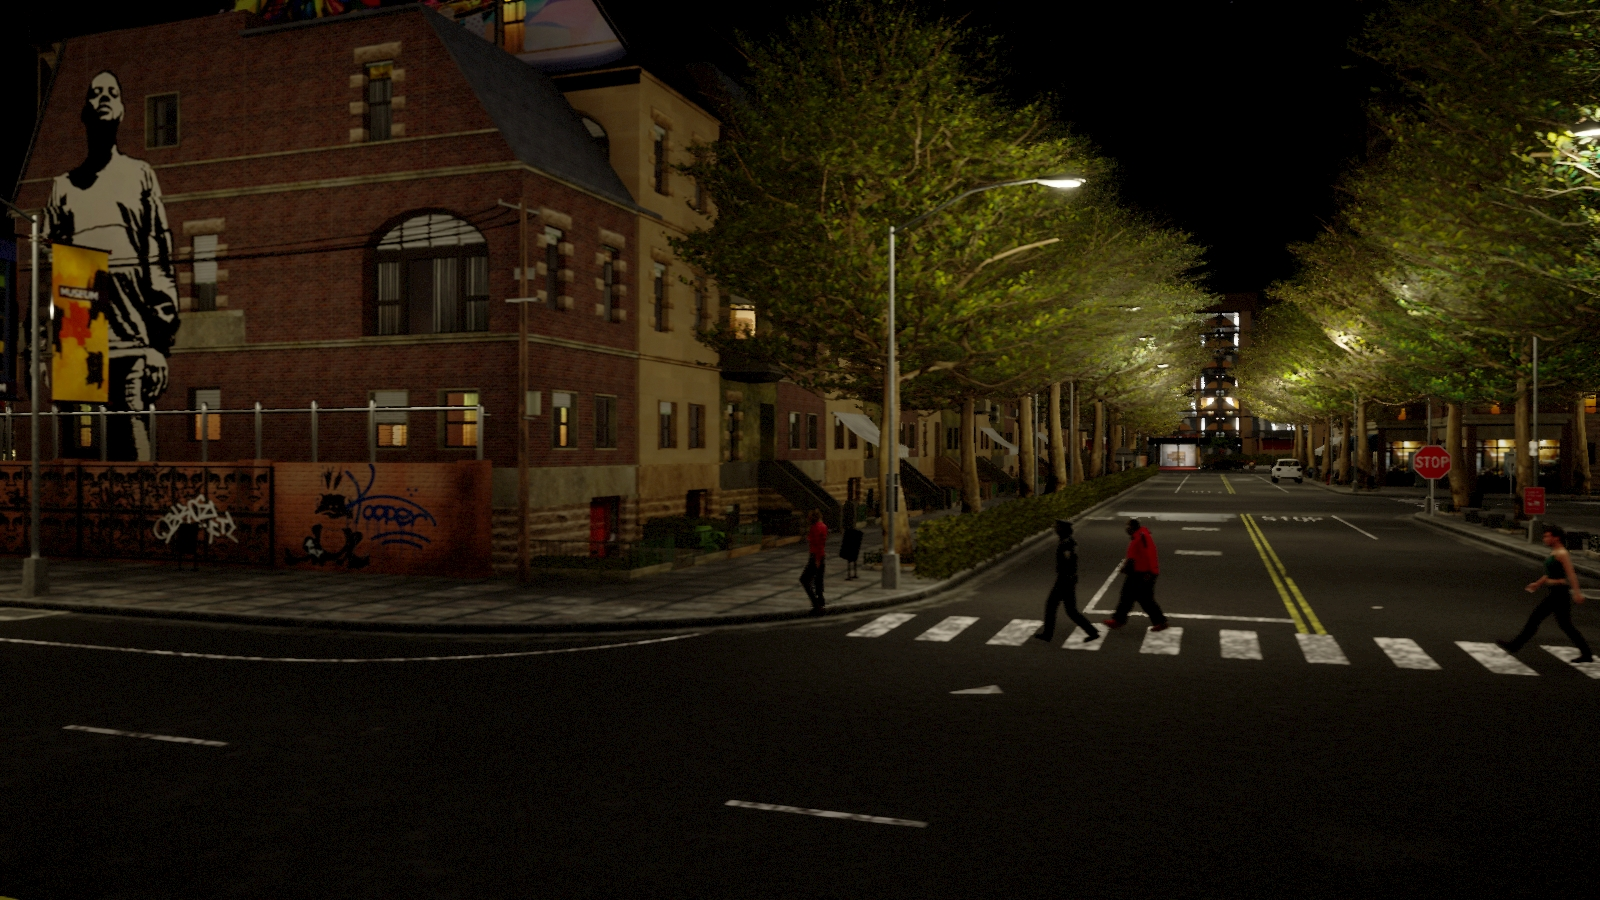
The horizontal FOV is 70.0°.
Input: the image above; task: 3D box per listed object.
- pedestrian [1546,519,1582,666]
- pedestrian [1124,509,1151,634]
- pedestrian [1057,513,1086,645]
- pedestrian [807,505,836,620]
[{"bbox_3d":[9.974,1.849,14.924,0.375,1.860,0.375,0,0,31],"label":"pedestrian"},{"bbox_3d":[5.159,1.849,17.468,0.375,1.860,0.375,0,0,12],"label":"pedestrian"},{"bbox_3d":[3.917,1.849,16.481,0.375,1.860,0.375,0,0,19],"label":"pedestrian"},{"bbox_3d":[0.356,1.846,18.952,0.375,1.860,0.375,0,0,21],"label":"pedestrian"}]
